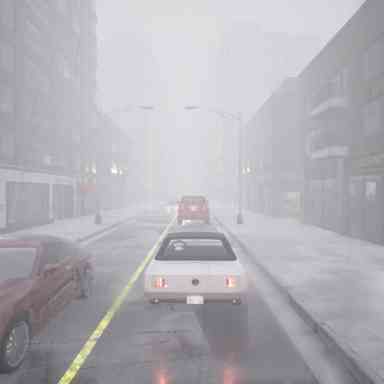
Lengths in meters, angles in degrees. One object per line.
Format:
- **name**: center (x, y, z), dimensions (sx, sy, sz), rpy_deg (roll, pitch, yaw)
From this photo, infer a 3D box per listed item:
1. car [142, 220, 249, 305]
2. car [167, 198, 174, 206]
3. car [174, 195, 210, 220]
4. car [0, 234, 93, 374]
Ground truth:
- **car**: center (0.093, 1.601, 8.037), dimensions (1.895, 1.301, 4.718), rpy_deg (0, 0, 1)
- **car**: center (-3.029, 1.625, 54.755), dimensions (1.895, 1.301, 4.718), rpy_deg (0, 0, 0)
- **car**: center (0.092, 1.224, 24.172), dimensions (2.150, 2.045, 5.566), rpy_deg (0, 0, 0)
- **car**: center (-3.088, 1.525, 5.735), dimensions (1.812, 1.442, 4.674), rpy_deg (0, 0, 0)
